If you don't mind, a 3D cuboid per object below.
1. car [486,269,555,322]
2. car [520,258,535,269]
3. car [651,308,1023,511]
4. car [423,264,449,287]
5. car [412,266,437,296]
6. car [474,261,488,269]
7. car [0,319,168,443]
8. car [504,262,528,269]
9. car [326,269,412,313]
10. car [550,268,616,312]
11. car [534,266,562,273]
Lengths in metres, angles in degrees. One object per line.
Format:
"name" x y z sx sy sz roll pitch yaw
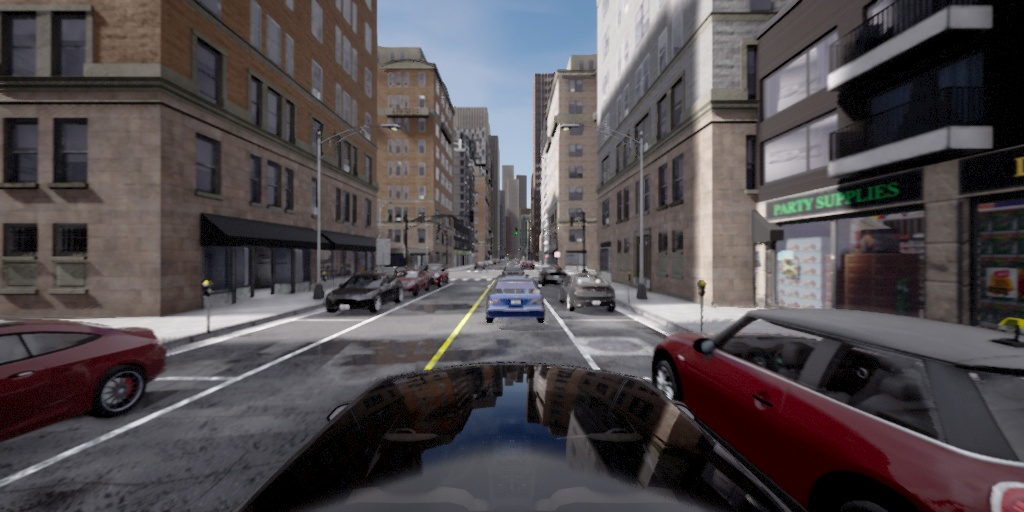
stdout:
"car" 0.101 1.337 12.483 2.033 1.411 5.357 0 0 0
"car" 2.903 1.450 62.420 1.967 1.591 4.097 0 0 0
"car" 2.858 1.196 3.326 1.967 1.591 4.097 0 0 0
"car" -5.664 1.277 25.333 1.967 1.591 4.097 0 0 0
"car" -5.665 1.399 19.832 1.802 1.307 4.207 0 0 0
"car" -5.623 1.592 62.434 1.802 1.307 4.207 0 0 0
"car" -5.667 1.338 3.328 1.802 1.307 4.207 0 0 0
"car" 0.105 1.461 31.062 1.895 1.301 4.718 0 0 0
"car" -5.666 1.362 14.330 1.948 1.339 4.313 0 0 0
"car" 2.860 1.347 14.329 2.007 1.370 4.403 0 0 0
"car" 2.862 1.403 25.331 1.948 1.339 4.313 0 0 0
